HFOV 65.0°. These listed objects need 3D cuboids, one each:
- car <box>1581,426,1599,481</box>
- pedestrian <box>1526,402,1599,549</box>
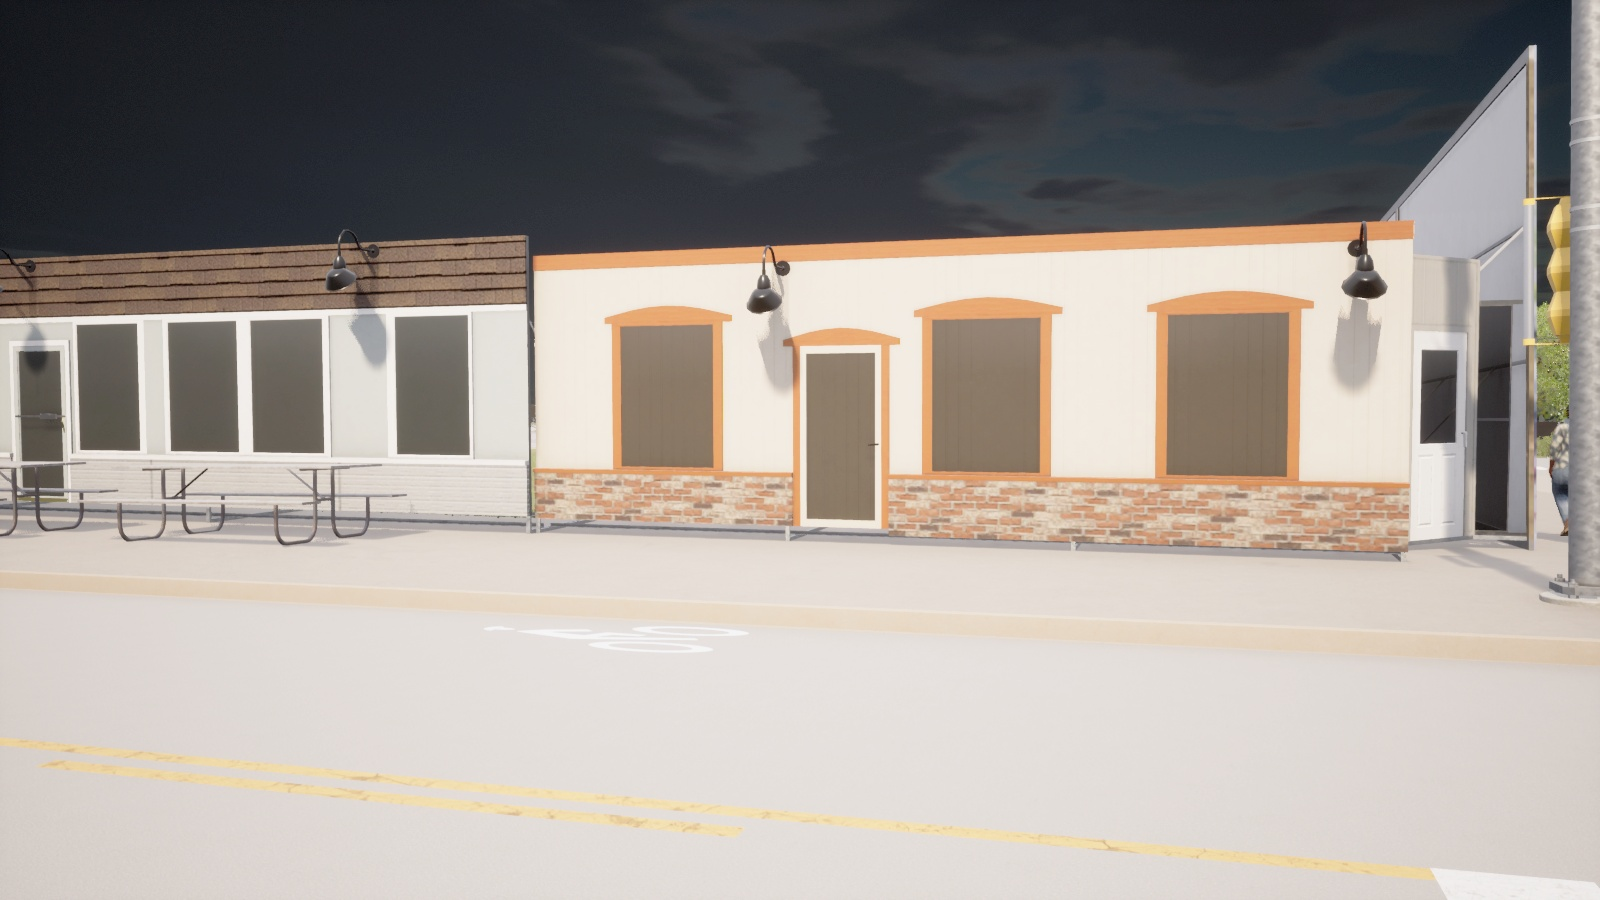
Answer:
[{"bbox_3d":[28.386,0.148,42.460,1.932,1.855,4.605,0,2,13],"label":"car"},{"bbox_3d":[10.044,0.317,16.316,0.874,1.855,0.900,0,1,17],"label":"pedestrian"}]
